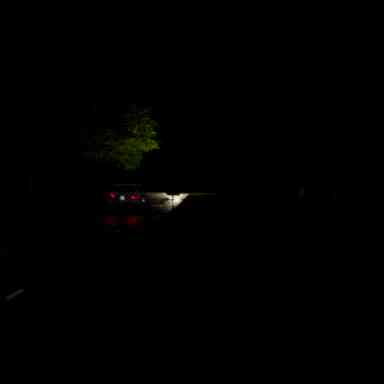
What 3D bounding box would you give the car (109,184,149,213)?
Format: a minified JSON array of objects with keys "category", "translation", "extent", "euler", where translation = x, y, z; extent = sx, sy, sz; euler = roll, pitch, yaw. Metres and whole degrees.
[{"category":"car","translation":[-4.618,0.387,25.081],"extent":[2.150,2.045,5.566],"euler":[1,2,1]}]
